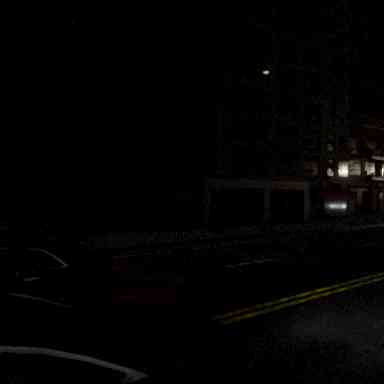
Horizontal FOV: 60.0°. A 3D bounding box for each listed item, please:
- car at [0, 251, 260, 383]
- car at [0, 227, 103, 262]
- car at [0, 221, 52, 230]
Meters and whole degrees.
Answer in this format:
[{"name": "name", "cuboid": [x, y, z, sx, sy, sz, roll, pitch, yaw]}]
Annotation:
[{"name": "car", "cuboid": [-1.604, 1.487, 2.263, 4.902, 1.511, 2.128, 1, 0, -35]}, {"name": "car", "cuboid": [-3.608, 1.499, 5.072, 4.892, 1.490, 1.837, 1, 0, -35]}, {"name": "car", "cuboid": [-5.073, 1.501, 8.016, 4.892, 1.490, 1.837, 1, 0, -35]}]
